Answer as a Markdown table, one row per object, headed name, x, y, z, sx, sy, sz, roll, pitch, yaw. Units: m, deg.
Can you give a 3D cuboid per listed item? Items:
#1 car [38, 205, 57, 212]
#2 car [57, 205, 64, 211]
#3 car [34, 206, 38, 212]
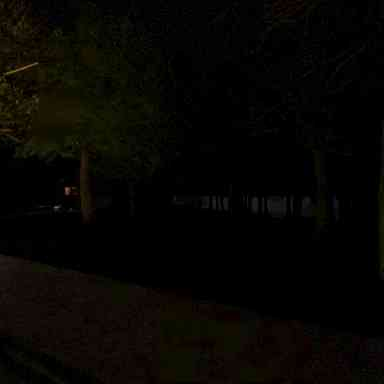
| name | x | y | z | sx | sy | sz | roll | pitch | yaw |
| --- | --- | --- | --- | --- | --- | --- | --- | --- | --- |
| car | -33.409 | 3.886 | 77.215 | 1.837 | 1.490 | 4.892 | 0 | -2 | -9 |
| car | -35.123 | 4.239 | 87.498 | 2.128 | 1.511 | 4.902 | 0 | -2 | -9 |
| car | -37.498 | 4.136 | 81.983 | 1.837 | 1.490 | 4.892 | 0 | -2 | -9 |
